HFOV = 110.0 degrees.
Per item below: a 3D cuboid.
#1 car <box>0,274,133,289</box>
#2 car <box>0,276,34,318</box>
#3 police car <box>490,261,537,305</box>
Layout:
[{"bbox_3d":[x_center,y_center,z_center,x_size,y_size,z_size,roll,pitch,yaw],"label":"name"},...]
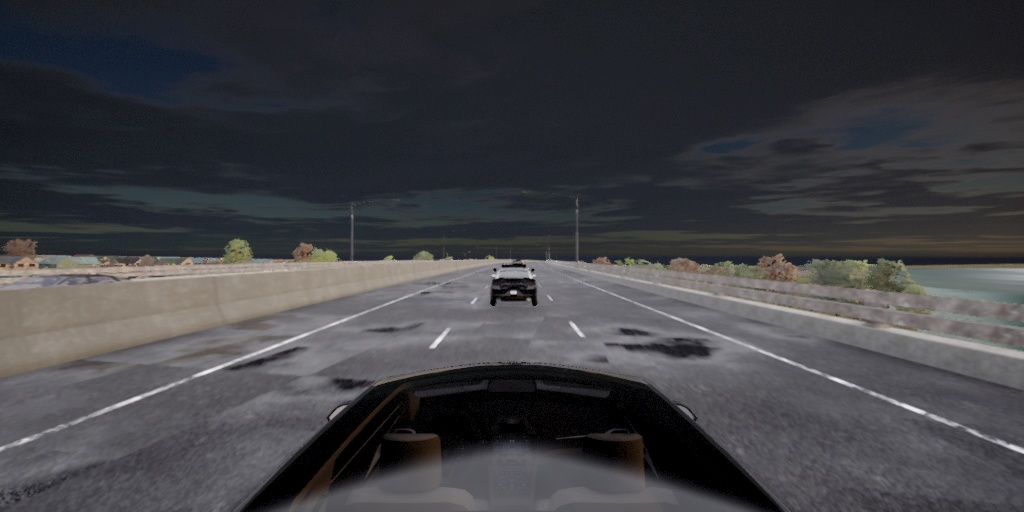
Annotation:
[{"bbox_3d":[-14.023,1.291,11.223,2.033,1.411,5.357,0,0,1],"label":"car"},{"bbox_3d":[-17.539,1.341,10.068,1.895,1.301,4.718,0,0,1],"label":"car"},{"bbox_3d":[0.089,1.187,16.262,1.930,1.638,5.238,0,0,1],"label":"police car"}]
